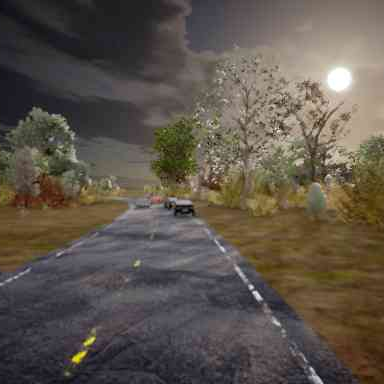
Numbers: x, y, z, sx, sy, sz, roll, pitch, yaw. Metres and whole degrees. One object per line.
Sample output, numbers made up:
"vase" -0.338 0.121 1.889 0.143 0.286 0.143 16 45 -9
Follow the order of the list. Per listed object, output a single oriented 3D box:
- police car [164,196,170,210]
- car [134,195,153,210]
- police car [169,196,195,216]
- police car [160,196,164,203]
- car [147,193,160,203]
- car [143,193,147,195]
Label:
"police car" -2.133 1.376 41.966 1.930 1.638 5.238 0 0 -8
"car" -6.314 1.463 42.679 1.837 1.490 4.892 0 0 -8
"police car" -0.878 1.386 31.966 1.930 1.638 5.238 0 0 -6
"police car" -3.045 1.369 47.944 1.930 1.638 5.238 0 0 -9
"car" -7.021 1.287 64.369 2.097 1.767 4.553 0 0 -13
"car" -11.183 1.136 81.040 2.097 1.767 4.553 0 0 -16
